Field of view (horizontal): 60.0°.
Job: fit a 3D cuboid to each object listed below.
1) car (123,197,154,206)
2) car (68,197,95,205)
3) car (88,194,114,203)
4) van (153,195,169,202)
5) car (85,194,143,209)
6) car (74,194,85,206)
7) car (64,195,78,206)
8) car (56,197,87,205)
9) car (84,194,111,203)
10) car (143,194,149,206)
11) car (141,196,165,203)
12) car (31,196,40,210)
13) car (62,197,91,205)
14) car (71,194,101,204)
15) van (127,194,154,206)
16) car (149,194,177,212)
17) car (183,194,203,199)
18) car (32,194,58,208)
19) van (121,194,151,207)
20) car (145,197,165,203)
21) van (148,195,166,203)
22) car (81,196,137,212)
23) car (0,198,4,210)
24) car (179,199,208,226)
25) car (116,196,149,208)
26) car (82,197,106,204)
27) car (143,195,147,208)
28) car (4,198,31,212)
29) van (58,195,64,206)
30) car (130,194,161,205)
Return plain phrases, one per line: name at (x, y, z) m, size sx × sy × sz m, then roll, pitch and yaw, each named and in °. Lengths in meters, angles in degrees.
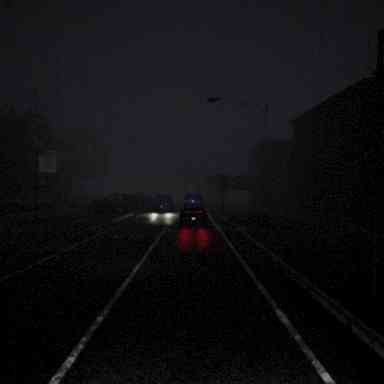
car at (-8.832, 1.600, 55.170) m, size 4.892 × 1.521 × 2.231 m, roll 0°, pitch -1°, yaw 0°
car at (-21.958, 1.733, 66.215) m, size 4.792 × 1.488 × 2.163 m, roll 0°, pitch -1°, yaw 0°
car at (-21.917, 1.608, 80.018) m, size 5.566 × 2.045 × 2.435 m, roll 0°, pitch -1°, yaw 0°
van at (-8.765, 1.813, 94.413) m, size 4.442 × 1.987 × 1.878 m, roll 0°, pitch -1°, yaw 0°
car at (-8.867, 1.218, 38.354) m, size 5.566 × 2.045 × 2.435 m, roll 0°, pitch 0°, yaw 0°
car at (-21.734, 1.622, 57.860) m, size 5.366 × 1.575 × 1.946 m, roll 0°, pitch -1°, yaw 0°
car at (-21.915, 1.638, 55.074) m, size 4.674 × 1.452 × 2.002 m, roll 0°, pitch -1°, yaw 0°
car at (-21.917, 1.651, 60.646) m, size 5.008 × 1.535 × 2.097 m, roll 0°, pitch -1°, yaw 0°
car at (-21.913, 1.574, 77.356) m, size 5.566 × 2.045 × 2.435 m, roll 0°, pitch -1°, yaw 0°
car at (-8.863, 1.272, 46.764) m, size 5.566 × 2.045 × 2.435 m, roll 0°, pitch 0°, yaw 0°
car at (-9.048, 1.824, 77.592) m, size 5.366 × 1.575 × 1.946 m, roll 0°, pitch -1°, yaw 0°
car at (-21.918, 1.524, 41.154) m, size 4.674 × 1.452 × 2.002 m, roll 0°, pitch 0°, yaw 0°
car at (-21.896, 1.707, 63.430) m, size 4.792 × 1.488 × 2.163 m, roll 0°, pitch -1°, yaw 0°
car at (-21.904, 1.480, 69.001) m, size 5.566 × 2.045 × 2.435 m, roll 0°, pitch -1°, yaw 0°
van at (-8.957, 1.399, 57.975) m, size 4.442 × 1.987 × 1.878 m, roll 0°, pitch -1°, yaw 0°
car at (-3.243, 1.215, 38.044) m, size 2.150 × 2.045 × 5.566 m, roll 0°, pitch 0°, yaw 0°
car at (0.108, 1.226, 40.596) m, size 2.150 × 2.045 × 5.566 m, roll 0°, pitch 0°, yaw 0°
car at (-21.883, 1.398, 46.723) m, size 4.553 × 1.767 × 2.185 m, roll 0°, pitch 0°, yaw 0°
van at (-8.720, 1.346, 52.368) m, size 4.442 × 1.987 × 1.878 m, roll 0°, pitch -1°, yaw 0°
car at (-8.895, 1.892, 80.395) m, size 4.792 × 1.488 × 2.163 m, roll 0°, pitch -1°, yaw 0°
van at (-8.752, 1.672, 83.201) m, size 4.442 × 1.987 × 1.878 m, roll 0°, pitch -1°, yaw 0°
car at (-8.834, 1.459, 35.552) m, size 4.892 × 1.521 × 2.231 m, roll 0°, pitch 0°, yaw 0°
car at (-21.917, 1.450, 32.799) m, size 5.008 × 1.535 × 2.097 m, roll 0°, pitch 0°, yaw 0°
car at (0.104, 1.478, 23.528) m, size 2.128 × 1.511 × 4.902 m, roll 0°, pitch 0°, yaw 0°
car at (-8.803, 1.420, 49.563) m, size 4.553 × 1.767 × 2.185 m, roll 0°, pitch -1°, yaw 0°
car at (-21.936, 1.831, 74.445) m, size 4.674 × 1.452 × 2.002 m, roll 0°, pitch -1°, yaw 0°
car at (-8.841, 1.502, 43.957) m, size 4.892 × 1.521 × 2.231 m, roll 0°, pitch 0°, yaw 0°
car at (-21.923, 1.469, 38.367) m, size 5.008 × 1.535 × 2.097 m, roll 0°, pitch 0°, yaw 0°
van at (-22.031, 1.320, 49.505) m, size 4.442 × 1.987 × 1.878 m, roll 0°, pitch 0°, yaw 0°
car at (-8.875, 1.426, 63.582) m, size 5.566 × 2.045 × 2.435 m, roll 0°, pitch -1°, yaw 0°
